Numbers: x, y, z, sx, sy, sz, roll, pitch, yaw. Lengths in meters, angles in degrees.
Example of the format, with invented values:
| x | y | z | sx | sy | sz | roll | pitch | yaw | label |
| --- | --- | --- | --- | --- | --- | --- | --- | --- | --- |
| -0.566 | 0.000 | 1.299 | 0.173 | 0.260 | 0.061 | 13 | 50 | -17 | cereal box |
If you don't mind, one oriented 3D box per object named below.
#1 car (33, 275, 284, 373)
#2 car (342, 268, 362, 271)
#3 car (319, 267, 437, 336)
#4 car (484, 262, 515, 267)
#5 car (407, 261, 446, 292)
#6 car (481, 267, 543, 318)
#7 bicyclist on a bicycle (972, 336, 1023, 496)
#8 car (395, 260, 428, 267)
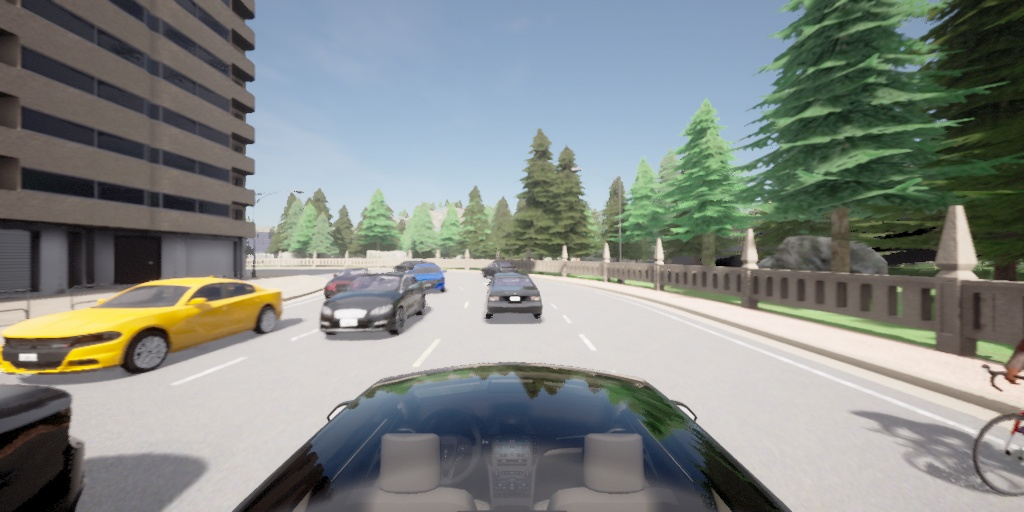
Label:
| x | y | z | sx | sy | sz | roll | pitch | yaw | label |
| --- | --- | --- | --- | --- | --- | --- | --- | --- | --- |
| -7.187 | 1.231 | 7.792 | 1.882 | 1.535 | 5.008 | 0 | 0 | -1 | car |
| -7.968 | 1.320 | 18.237 | 1.994 | 1.385 | 4.181 | 0 | 0 | -12 | car |
| -3.791 | 1.245 | 10.564 | 2.128 | 1.511 | 4.902 | 0 | 0 | -2 | car |
| -1.156 | 1.248 | 30.960 | 2.128 | 1.511 | 4.902 | 0 | 0 | -25 | car |
| -5.005 | 1.233 | 21.121 | 1.882 | 1.535 | 5.008 | 0 | 0 | -15 | car |
| -0.058 | 1.299 | 13.017 | 2.033 | 1.411 | 5.357 | 0 | 0 | -3 | car |
| 4.622 | 1.179 | 2.957 | 1.656 | 1.620 | 0.582 | 0 | 0 | 0 | bicyclist on a bicycle |
| -11.427 | 1.265 | 39.845 | 1.837 | 1.490 | 4.892 | 1 | -1 | -42 | car |
